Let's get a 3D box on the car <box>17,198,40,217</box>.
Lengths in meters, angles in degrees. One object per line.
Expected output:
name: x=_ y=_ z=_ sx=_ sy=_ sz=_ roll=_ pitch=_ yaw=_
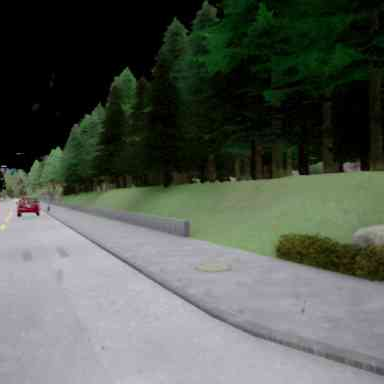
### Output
car: x=-18.253 y=1.657 z=37.195 sx=2.150 sy=2.045 sz=5.566 roll=-2 pitch=0 yaw=-27

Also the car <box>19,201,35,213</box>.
car: x=-23.008 y=2.028 z=46.298 sx=1.882 sy=1.535 sz=5.008 roll=-2 pitch=0 yaw=-27
